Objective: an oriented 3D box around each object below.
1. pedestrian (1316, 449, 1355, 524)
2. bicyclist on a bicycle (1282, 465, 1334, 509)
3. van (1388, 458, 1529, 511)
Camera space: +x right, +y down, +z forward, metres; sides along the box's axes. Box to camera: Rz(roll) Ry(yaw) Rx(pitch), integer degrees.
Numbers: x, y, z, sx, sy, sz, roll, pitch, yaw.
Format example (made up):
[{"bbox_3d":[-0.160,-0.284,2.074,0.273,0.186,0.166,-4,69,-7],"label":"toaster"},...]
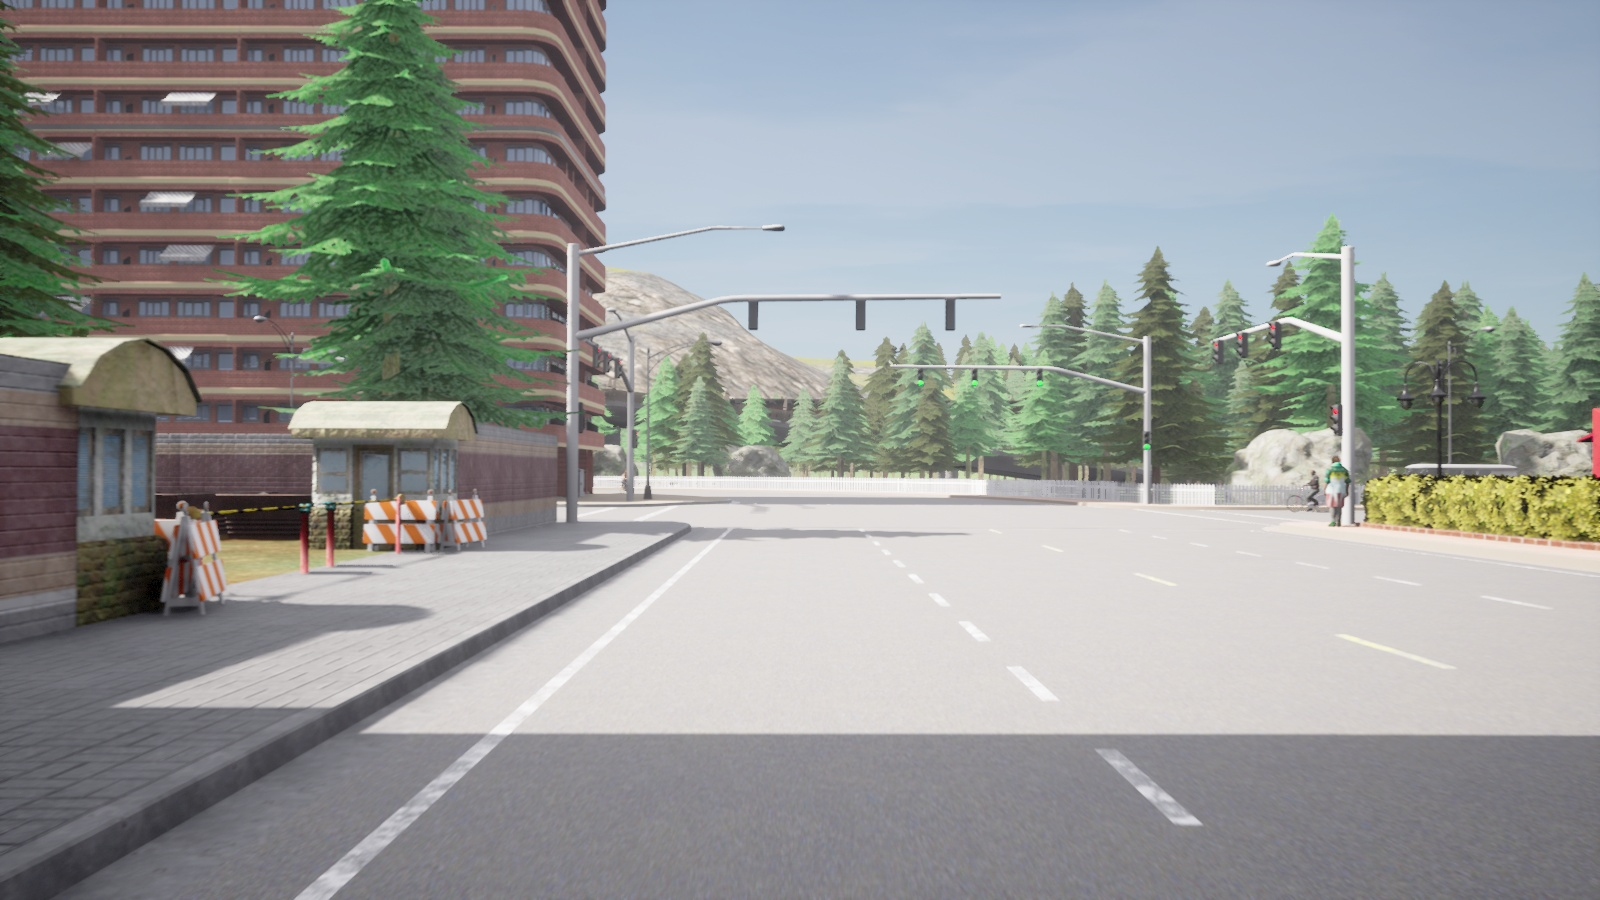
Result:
[{"bbox_3d":[14.114,0.967,33.130,0.659,1.952,0.873,0,-1,2],"label":"pedestrian"},{"bbox_3d":[20.917,1.523,51.727,1.843,1.776,0.659,0,-1,0],"label":"bicyclist on a bicycle"},{"bbox_3d":[25.222,1.329,48.210,4.442,1.987,1.775,0,-1,0],"label":"van"}]
